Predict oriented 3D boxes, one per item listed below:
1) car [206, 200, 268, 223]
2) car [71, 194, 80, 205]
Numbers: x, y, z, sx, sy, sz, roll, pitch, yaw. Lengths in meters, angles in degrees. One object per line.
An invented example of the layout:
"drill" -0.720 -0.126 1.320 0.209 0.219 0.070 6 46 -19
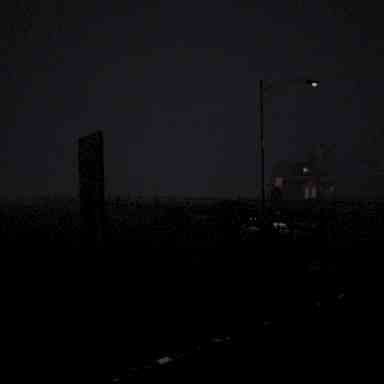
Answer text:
"car" 2.966 1.309 22.761 1.837 1.490 4.892 -2 2 -37
"car" -15.908 1.017 48.181 2.097 1.767 4.553 -2 1 -37
